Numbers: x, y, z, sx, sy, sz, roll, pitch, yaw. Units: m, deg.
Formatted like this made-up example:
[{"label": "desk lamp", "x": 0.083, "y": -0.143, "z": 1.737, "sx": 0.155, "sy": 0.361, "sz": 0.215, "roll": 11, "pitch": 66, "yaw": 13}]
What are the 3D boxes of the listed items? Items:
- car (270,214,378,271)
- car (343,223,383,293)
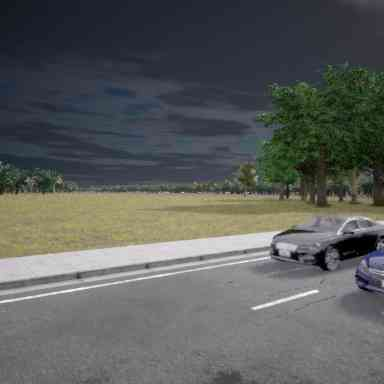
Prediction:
[{"label": "car", "x": 4.657, "y": 1.504, "z": 10.983, "sx": 4.902, "sy": 1.511, "sz": 2.128, "roll": 0, "pitch": 0, "yaw": -35}, {"label": "car", "x": 5.715, "y": 1.536, "z": 7.748, "sx": 4.674, "sy": 1.442, "sz": 1.812, "roll": 0, "pitch": 0, "yaw": -35}]
